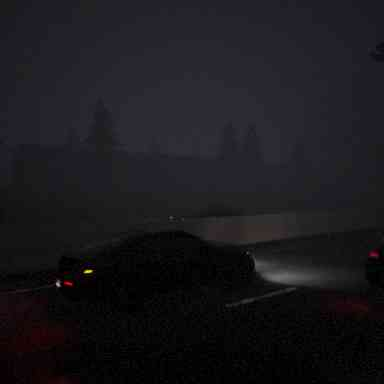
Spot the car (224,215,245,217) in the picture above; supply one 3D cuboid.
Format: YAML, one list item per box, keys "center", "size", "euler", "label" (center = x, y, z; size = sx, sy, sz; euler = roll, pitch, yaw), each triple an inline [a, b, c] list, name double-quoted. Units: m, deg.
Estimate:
- center: [1.145, 1.520, 22.006]
  size: [5.357, 1.411, 2.033]
  euler: [0, 0, -36]
  label: "car"

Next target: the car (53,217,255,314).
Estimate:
- center: [-0.643, 1.518, 7.589]
  size: [4.674, 1.442, 1.812]
  euler: [0, 0, -36]
  label: "car"

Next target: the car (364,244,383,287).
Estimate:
- center: [6.034, 1.545, 8.052]
  size: [4.181, 1.385, 1.994]
  euler: [0, 0, -35]
  label: "car"
